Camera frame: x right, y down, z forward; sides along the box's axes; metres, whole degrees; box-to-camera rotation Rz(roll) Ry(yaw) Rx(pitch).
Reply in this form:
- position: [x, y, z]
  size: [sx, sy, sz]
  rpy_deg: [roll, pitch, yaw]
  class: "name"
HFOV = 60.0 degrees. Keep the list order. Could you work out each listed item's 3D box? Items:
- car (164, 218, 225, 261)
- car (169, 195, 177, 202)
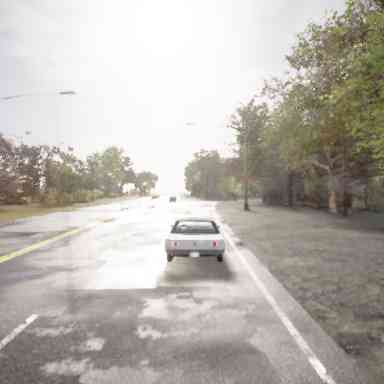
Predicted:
- position: [0.116, 1.606, 12.273]
  size: [1.895, 1.301, 4.718]
  rpy_deg: [0, 0, 1]
  class: "car"
- position: [-4.403, 1.570, 76.866]
  size: [2.033, 1.411, 5.357]
  rpy_deg: [0, 0, -3]
  class: "car"
